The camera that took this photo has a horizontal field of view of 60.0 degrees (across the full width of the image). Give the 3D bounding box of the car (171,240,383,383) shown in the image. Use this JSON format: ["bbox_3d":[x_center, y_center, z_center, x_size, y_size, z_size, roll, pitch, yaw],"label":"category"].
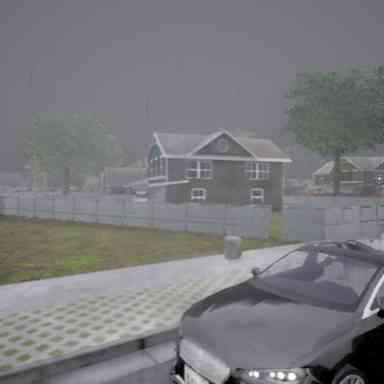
[{"bbox_3d":[2.060,1.474,4.430,4.902,1.511,2.128,0,0,-34],"label":"car"}]
